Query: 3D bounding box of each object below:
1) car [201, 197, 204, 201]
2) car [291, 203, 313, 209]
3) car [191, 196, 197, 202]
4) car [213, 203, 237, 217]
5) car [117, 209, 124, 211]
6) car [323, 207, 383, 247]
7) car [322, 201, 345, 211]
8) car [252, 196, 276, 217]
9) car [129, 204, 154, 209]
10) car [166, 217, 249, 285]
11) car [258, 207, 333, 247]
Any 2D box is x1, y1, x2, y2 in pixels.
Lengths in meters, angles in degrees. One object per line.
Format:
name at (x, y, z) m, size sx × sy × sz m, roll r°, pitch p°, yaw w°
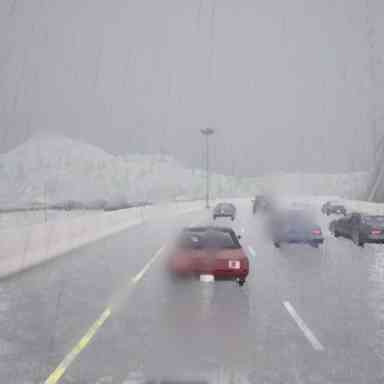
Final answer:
car at (4.112, 1.790, 79.056) m, size 1.837 × 1.490 × 4.892 m, roll 0°, pitch 0°, yaw 24°
car at (10.645, 1.757, 32.501) m, size 1.895 × 1.301 × 4.718 m, roll 0°, pitch 0°, yaw 11°
car at (1.324, 1.776, 81.355) m, size 1.837 × 1.490 × 4.892 m, roll 0°, pitch 0°, yaw 24°
car at (3.001, 1.688, 29.938) m, size 2.033 × 1.411 × 5.357 m, roll 0°, pitch 0°, yaw 10°
car at (-9.191, 1.689, 40.820) m, size 1.837 × 1.490 × 4.892 m, roll 0°, pitch 0°, yaw 14°
car at (7.979, 1.623, 15.282) m, size 2.033 × 1.411 × 5.357 m, roll 0°, pitch 0°, yaw 6°
car at (14.647, 1.693, 34.354) m, size 1.812 × 1.442 × 4.674 m, roll 0°, pitch 0°, yaw 13°
car at (7.301, 1.381, 33.610) m, size 2.150 × 2.045 × 5.566 m, roll 0°, pitch 0°, yaw 12°
car at (-5.934, 1.780, 39.489) m, size 1.895 × 1.301 × 4.718 m, roll 0°, pitch 0°, yaw 13°
car at (0.489, 1.646, 9.646) m, size 1.895 × 1.301 × 4.718 m, roll 0°, pitch 0°, yaw 4°
car at (4.468, 1.621, 15.326) m, size 2.033 × 1.411 × 5.357 m, roll 0°, pitch 0°, yaw 5°
